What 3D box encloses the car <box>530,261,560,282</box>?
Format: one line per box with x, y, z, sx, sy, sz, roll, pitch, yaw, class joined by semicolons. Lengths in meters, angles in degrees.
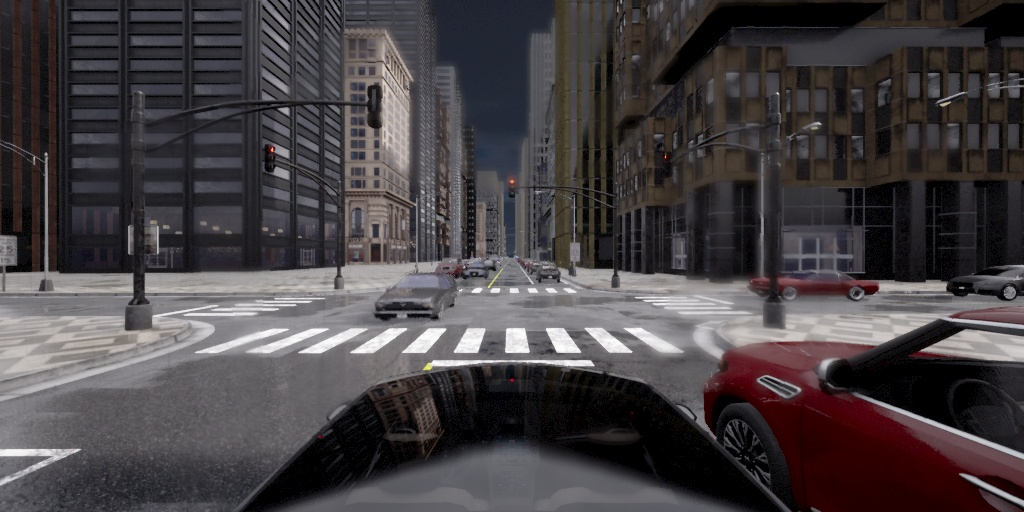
2.776;1.302;28.175;2.007;1.370;4.403;0;0;0;car

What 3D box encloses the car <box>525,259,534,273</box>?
2.782;1.304;39.456;2.007;1.370;4.403;0;0;0;car

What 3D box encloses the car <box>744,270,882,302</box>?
13.527;1.314;16.346;4.718;1.301;1.895;0;0;0;car

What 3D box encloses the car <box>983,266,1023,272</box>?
22.961;1.197;16.388;4.892;1.490;1.837;0;0;0;car

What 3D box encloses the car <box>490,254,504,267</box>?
-2.969;0.706;62.916;2.150;2.045;5.566;0;0;0;car

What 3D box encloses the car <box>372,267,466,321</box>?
-3.097;1.305;12.766;2.033;1.411;5.357;0;0;0;car

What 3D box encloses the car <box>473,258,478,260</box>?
-5.741;1.321;45.093;1.948;1.339;4.313;0;0;0;car

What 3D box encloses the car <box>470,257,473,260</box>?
-5.743;1.193;39.452;1.967;1.591;4.097;0;0;0;car

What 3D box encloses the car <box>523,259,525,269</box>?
2.785;1.300;45.097;1.888;1.381;4.507;0;0;0;car

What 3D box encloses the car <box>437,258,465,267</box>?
-5.746;1.067;33.810;2.192;1.841;5.009;0;0;0;car

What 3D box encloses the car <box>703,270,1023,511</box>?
2.762;1.065;1.202;2.192;1.841;5.009;0;0;0;car

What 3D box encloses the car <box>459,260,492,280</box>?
-3.086;1.316;31.130;1.994;1.385;4.181;0;0;0;car

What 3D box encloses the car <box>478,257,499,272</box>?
-3.070;1.234;47.107;1.882;1.535;5.008;0;1;0;car

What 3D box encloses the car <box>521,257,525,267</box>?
2.790;1.199;56.378;1.967;1.591;4.097;0;0;0;car
